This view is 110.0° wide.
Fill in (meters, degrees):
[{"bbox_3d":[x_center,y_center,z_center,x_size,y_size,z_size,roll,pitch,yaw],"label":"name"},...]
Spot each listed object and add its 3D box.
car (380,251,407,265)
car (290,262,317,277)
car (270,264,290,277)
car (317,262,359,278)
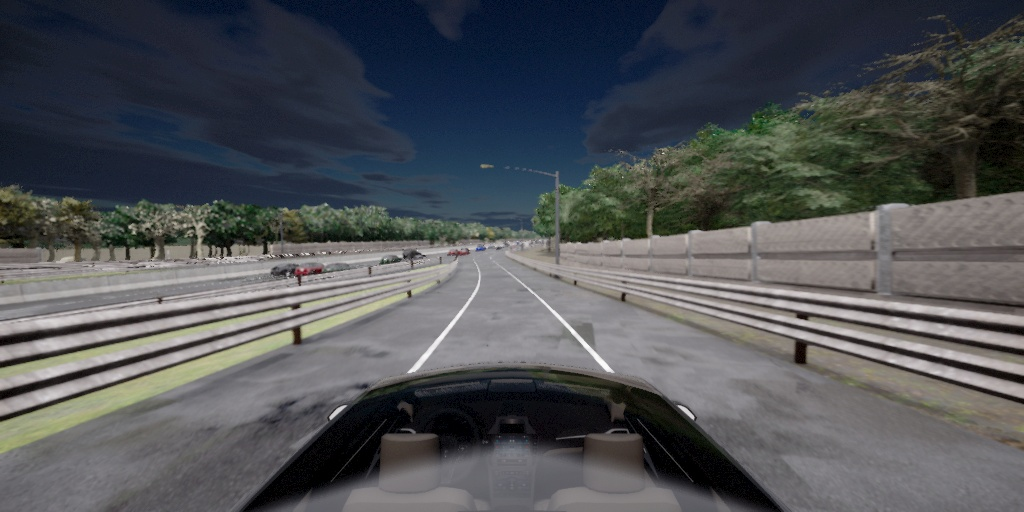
[{"bbox_3d":[-20.377,0.554,60.966,2.097,1.767,4.553,0,3,11],"label":"car"},{"bbox_3d":[-23.845,1.536,43.471,2.097,1.767,4.553,0,3,11],"label":"car"},{"bbox_3d":[-27.270,1.650,44.197,1.837,1.490,4.892,0,3,11],"label":"car"},{"bbox_3d":[-20.412,1.555,42.791,2.097,1.767,4.553,0,3,11],"label":"car"}]
